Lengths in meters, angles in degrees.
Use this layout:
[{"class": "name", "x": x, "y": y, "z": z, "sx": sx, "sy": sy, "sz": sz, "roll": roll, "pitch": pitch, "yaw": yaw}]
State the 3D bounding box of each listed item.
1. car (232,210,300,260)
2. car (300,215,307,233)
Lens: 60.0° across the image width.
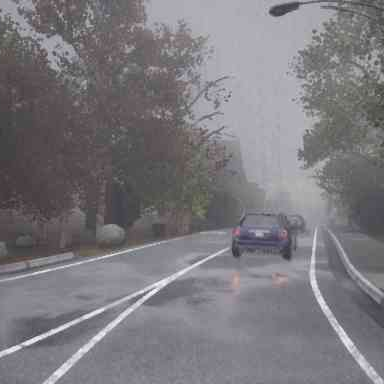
[{"class": "car", "x": 3.104, "y": 1.579, "z": 13.599, "sx": 2.097, "sy": 1.767, "sz": 4.553, "roll": 0, "pitch": -2, "yaw": 21}, {"class": "car", "x": 8.442, "y": 2.602, "z": 27.670, "sx": 2.033, "sy": 1.411, "sz": 5.357, "roll": 0, "pitch": -4, "yaw": 21}]
